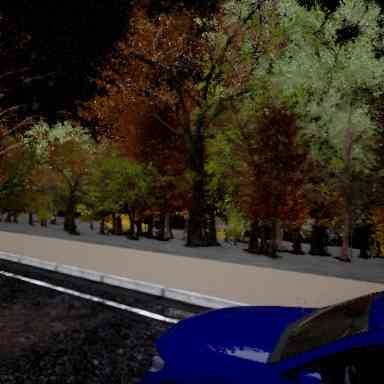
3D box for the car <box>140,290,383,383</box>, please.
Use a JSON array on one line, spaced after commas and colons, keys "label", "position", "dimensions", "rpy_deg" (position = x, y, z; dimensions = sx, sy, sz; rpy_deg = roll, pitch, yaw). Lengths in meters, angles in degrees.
[{"label": "car", "position": [1.703, 1.526, 2.473], "dimensions": [4.674, 1.442, 1.812], "rpy_deg": [0, 0, 35]}]
